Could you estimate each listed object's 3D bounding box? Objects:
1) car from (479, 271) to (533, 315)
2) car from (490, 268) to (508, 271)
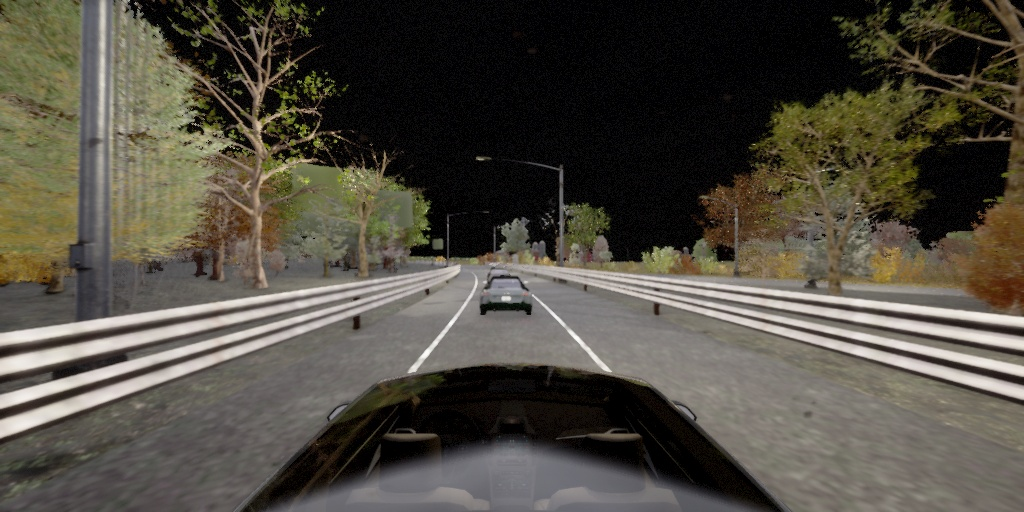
[{"bbox_3d":[-0.263,1.481,14.553,1.994,1.385,4.181,0,-1,-2],"label":"car"},{"bbox_3d":[-1.008,1.624,27.200,2.033,1.411,5.357,0,-1,-4],"label":"car"}]
